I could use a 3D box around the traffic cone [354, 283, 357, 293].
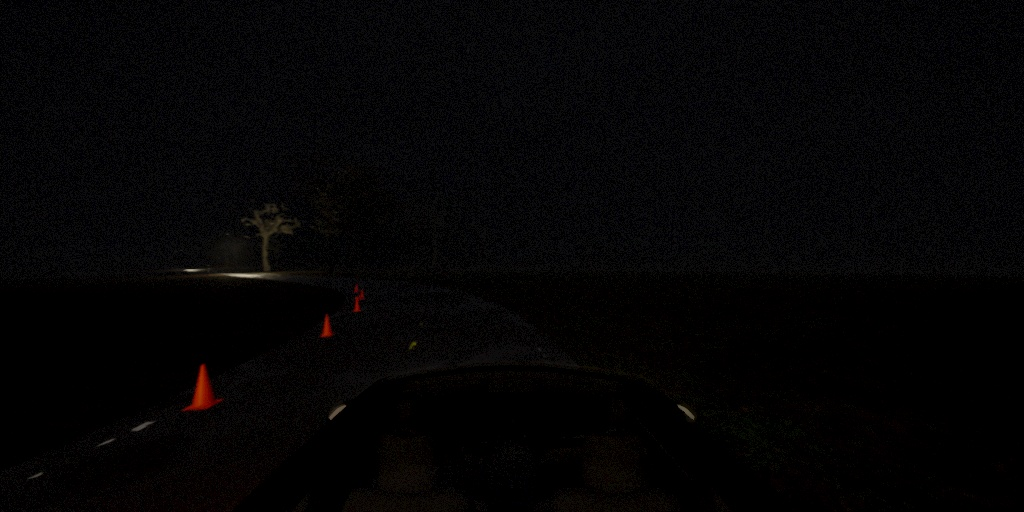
[{"bbox_3d":[-9.989,2.045,23.053,0.340,0.580,0.340,0,0,-30],"label":"traffic cone"}]

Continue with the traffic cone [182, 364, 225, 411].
[{"bbox_3d":[-4.415,1.847,5.143,0.340,0.580,0.340,0,0,-5],"label":"traffic cone"}]

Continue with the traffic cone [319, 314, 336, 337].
[{"bbox_3d":[-5.058,1.881,9.824,0.340,0.580,0.340,0,0,-11],"label":"traffic cone"}]

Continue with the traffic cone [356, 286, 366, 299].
[{"bbox_3d":[-7.862,1.982,18.834,0.340,0.580,0.340,0,0,-24],"label":"traffic cone"}]

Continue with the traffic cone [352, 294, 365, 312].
[{"bbox_3d":[-6.212,1.927,14.406,0.340,0.580,0.340,0,0,-17],"label":"traffic cone"}]
